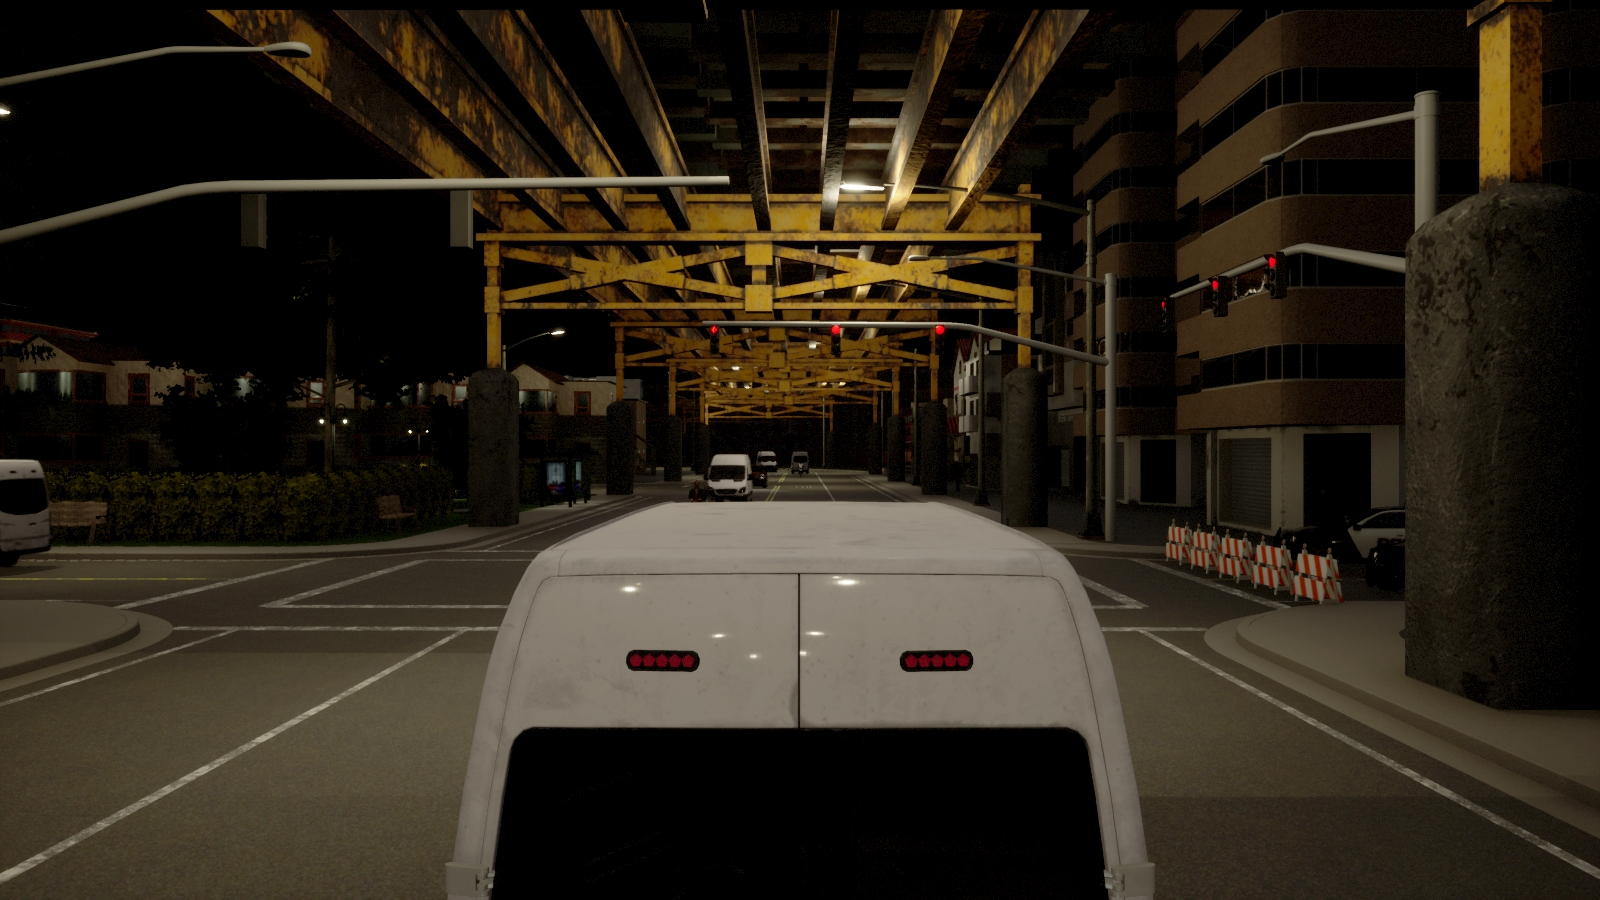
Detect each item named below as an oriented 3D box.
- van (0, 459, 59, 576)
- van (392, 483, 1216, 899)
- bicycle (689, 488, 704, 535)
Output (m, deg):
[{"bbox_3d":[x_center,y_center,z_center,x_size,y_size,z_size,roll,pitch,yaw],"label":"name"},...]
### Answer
[{"bbox_3d":[-20.687,1.521,26.341,5.915,2.561,1.988,0,0,1],"label":"van"},{"bbox_3d":[0.015,1.531,5.717,1.988,2.561,5.915,0,0,0],"label":"van"},{"bbox_3d":[-3.464,2.031,38.221,0.329,1.496,1.835,0,0,0],"label":"bicycle"}]
